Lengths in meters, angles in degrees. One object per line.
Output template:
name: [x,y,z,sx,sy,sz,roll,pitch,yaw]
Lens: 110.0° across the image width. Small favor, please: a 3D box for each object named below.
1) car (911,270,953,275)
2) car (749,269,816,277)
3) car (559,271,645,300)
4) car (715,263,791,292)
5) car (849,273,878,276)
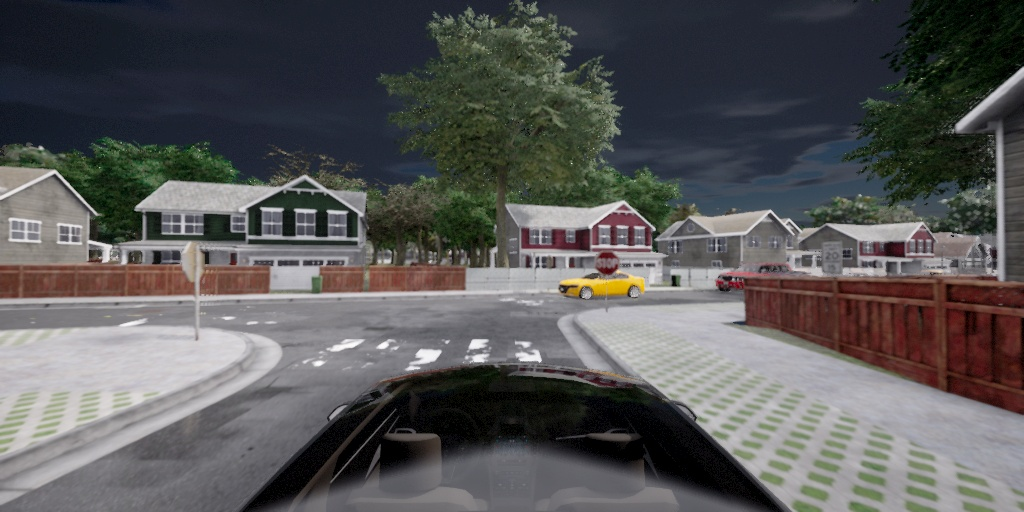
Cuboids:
car: [36.819,2.017,31.448,5.008,1.535,1.882,1,-1,-20]
car: [16.902,1.692,21.158,4.902,1.511,2.128,1,-1,-20]
car: [4.958,1.532,19.801,5.008,1.535,1.882,1,-1,-22]
car: [16.390,1.460,24.077,5.566,2.045,2.150,1,-1,-20]
car: [26.983,1.998,27.906,4.718,1.301,1.895,1,-1,-20]
